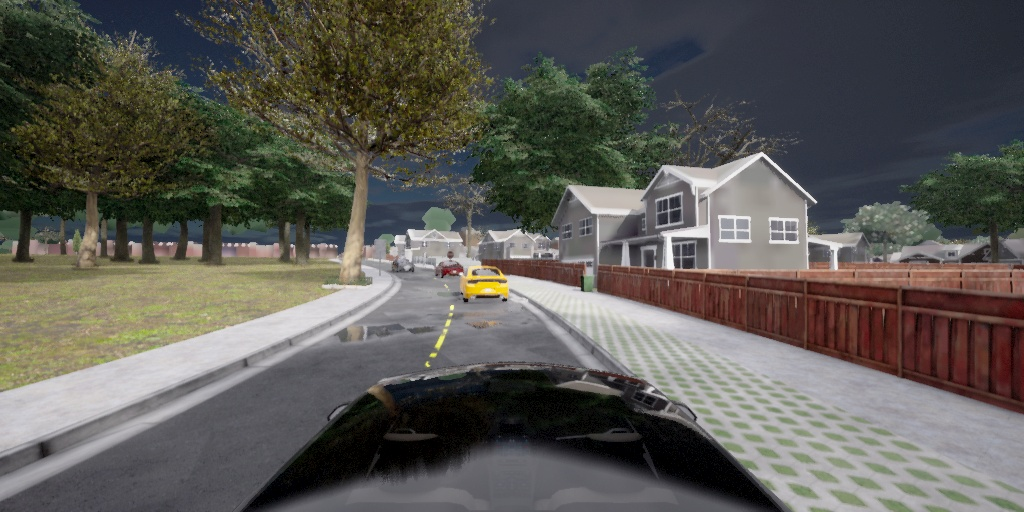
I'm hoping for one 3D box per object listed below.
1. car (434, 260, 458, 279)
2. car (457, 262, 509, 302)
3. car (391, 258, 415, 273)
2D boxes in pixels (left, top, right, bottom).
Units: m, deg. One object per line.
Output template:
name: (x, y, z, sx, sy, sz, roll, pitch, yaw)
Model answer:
car: (-5.535, 1.110, 31.363, 1.882, 1.535, 5.008, 1, 0, -21)
car: (-1.395, 1.194, 16.693, 1.882, 1.535, 5.008, 0, 0, -11)
car: (-11.726, 1.014, 38.453, 2.128, 1.511, 4.902, 1, 0, -27)
